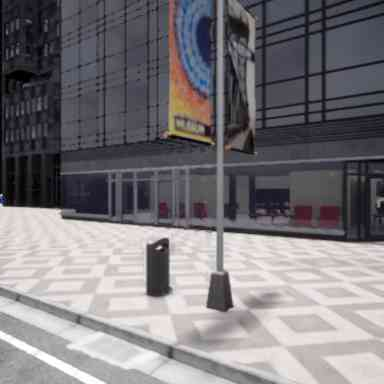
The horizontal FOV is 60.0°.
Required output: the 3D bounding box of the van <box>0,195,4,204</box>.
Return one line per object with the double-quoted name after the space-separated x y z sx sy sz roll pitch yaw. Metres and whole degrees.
-34.317 1.360 58.942 1.690 1.788 3.998 0 0 35 "van"
